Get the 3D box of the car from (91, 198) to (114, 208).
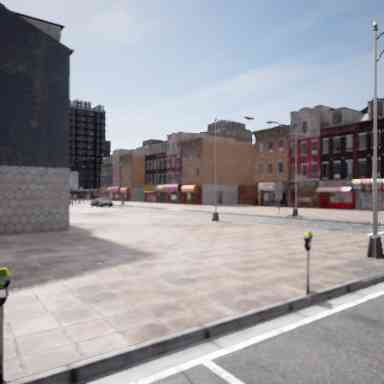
[{"bbox_3d":[-13.404,1.556,49.490,2.033,1.411,5.357,0,0,-35],"label":"car"}]
